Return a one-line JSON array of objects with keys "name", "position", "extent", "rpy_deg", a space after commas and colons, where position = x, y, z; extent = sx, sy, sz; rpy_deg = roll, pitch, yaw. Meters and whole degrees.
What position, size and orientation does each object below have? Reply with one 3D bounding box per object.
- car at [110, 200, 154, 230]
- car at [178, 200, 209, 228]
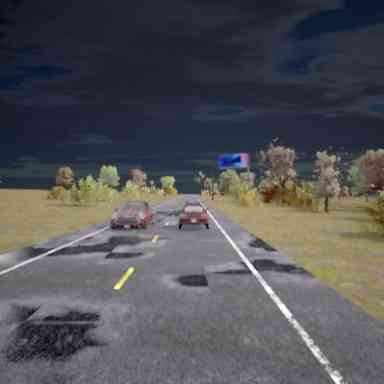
[{"name": "car", "position": [-3.582, 1.320, 20.600], "extent": [2.097, 1.767, 4.553], "rpy_deg": [0, 0, 0]}, {"name": "car", "position": [0.107, 1.493, 21.529], "extent": [1.812, 1.442, 4.674], "rpy_deg": [0, 0, 0]}]
